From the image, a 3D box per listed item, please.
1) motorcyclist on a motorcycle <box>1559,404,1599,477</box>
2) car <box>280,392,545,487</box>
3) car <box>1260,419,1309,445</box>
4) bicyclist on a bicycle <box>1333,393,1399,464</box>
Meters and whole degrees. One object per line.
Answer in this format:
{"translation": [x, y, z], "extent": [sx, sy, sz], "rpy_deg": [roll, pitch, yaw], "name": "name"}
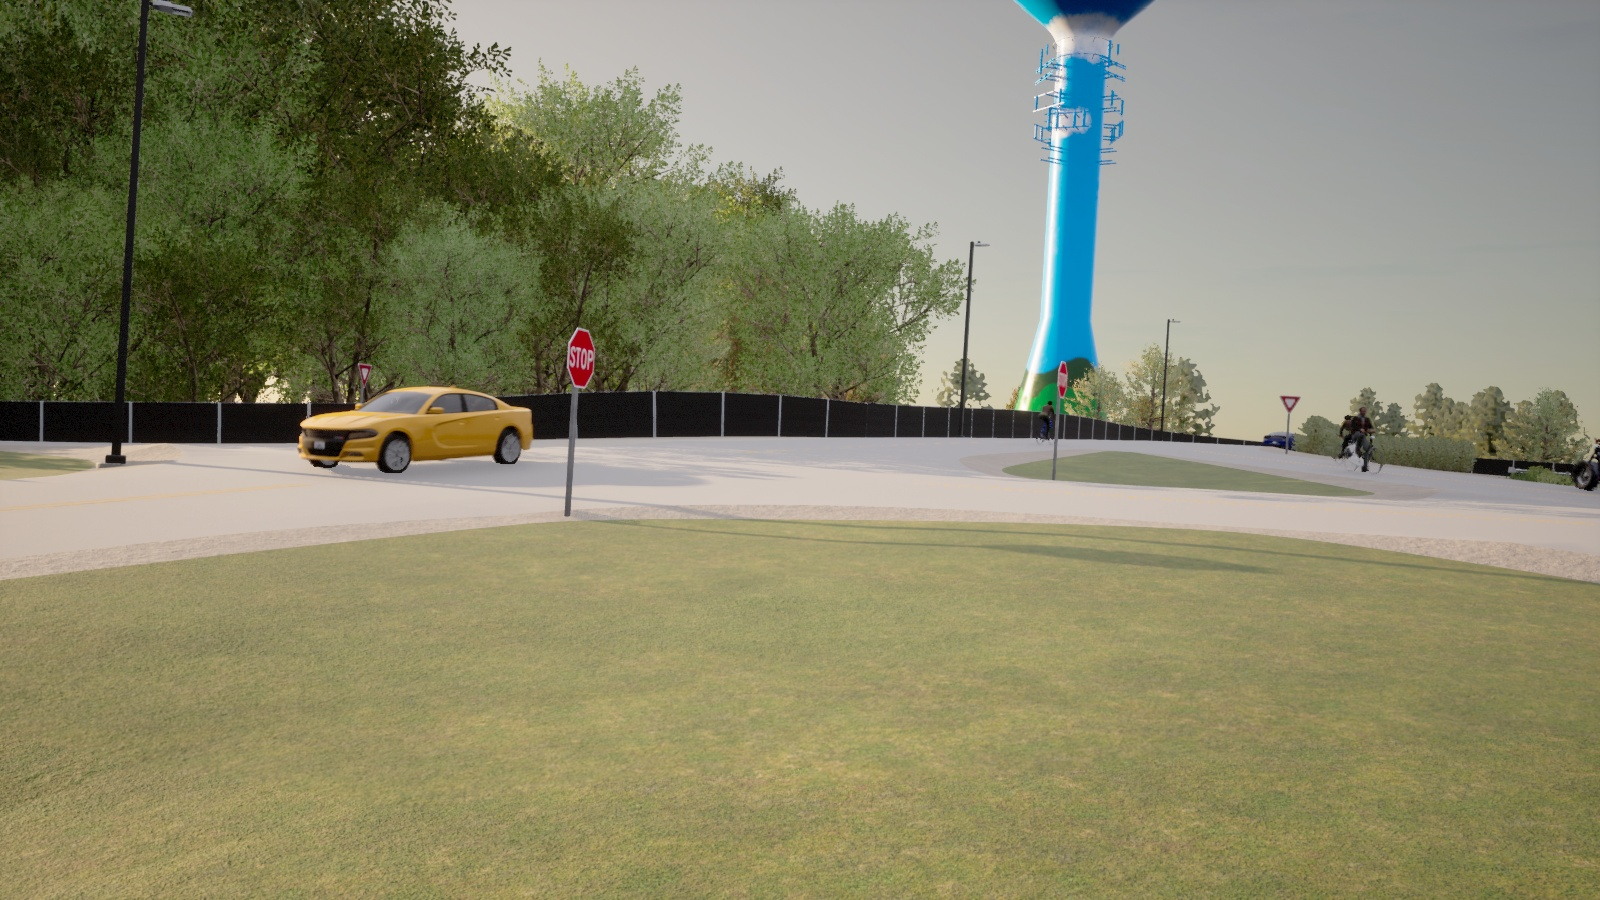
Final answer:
{"translation": [18.520, -0.203, 28.681], "extent": [0.766, 1.649, 2.350], "rpy_deg": [2, 2, -4], "name": "motorcyclist on a motorcycle"}
{"translation": [-7.145, -0.302, 23.800], "extent": [1.882, 1.535, 5.008], "rpy_deg": [2, 4, 26], "name": "car"}
{"translation": [33.857, -1.239, 87.687], "extent": [1.882, 1.535, 5.008], "rpy_deg": [2, -1, 36], "name": "car"}
{"translation": [14.652, -0.564, 32.568], "extent": [0.659, 1.776, 1.843], "rpy_deg": [2, 2, -5], "name": "bicyclist on a bicycle"}
